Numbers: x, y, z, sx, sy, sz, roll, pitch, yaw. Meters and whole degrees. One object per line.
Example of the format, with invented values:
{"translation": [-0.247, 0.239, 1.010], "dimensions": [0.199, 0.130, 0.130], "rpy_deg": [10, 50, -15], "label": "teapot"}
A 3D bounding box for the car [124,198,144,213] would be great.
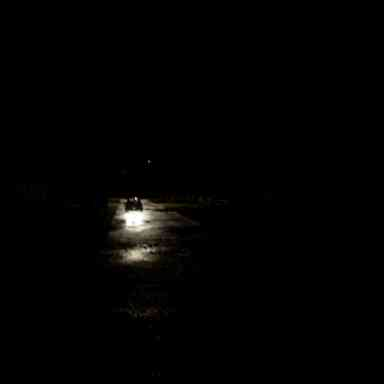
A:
{"translation": [-6.323, 1.454, 36.092], "dimensions": [2.128, 1.511, 4.902], "rpy_deg": [1, 0, -12], "label": "car"}
